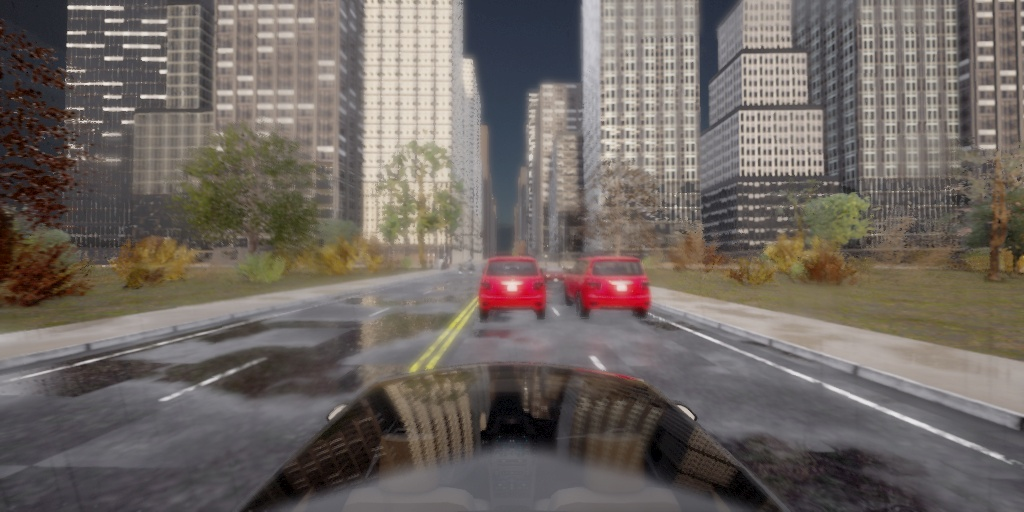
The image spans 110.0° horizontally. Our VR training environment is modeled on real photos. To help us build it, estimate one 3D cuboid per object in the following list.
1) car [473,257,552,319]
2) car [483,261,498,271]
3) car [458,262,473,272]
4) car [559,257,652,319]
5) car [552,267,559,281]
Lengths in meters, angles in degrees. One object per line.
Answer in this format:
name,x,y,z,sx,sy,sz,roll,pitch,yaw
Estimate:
car,0.029,1.039,13.256,2.150,2.045,5.566,0,0,0
car,-3.276,1.571,55.332,2.033,1.411,5.357,0,0,1
car,-6.553,1.535,52.490,1.812,1.442,4.674,0,-1,0
car,3.279,1.040,13.302,2.150,2.045,5.566,0,0,0
car,3.284,1.499,28.748,1.895,1.301,4.718,0,0,1
